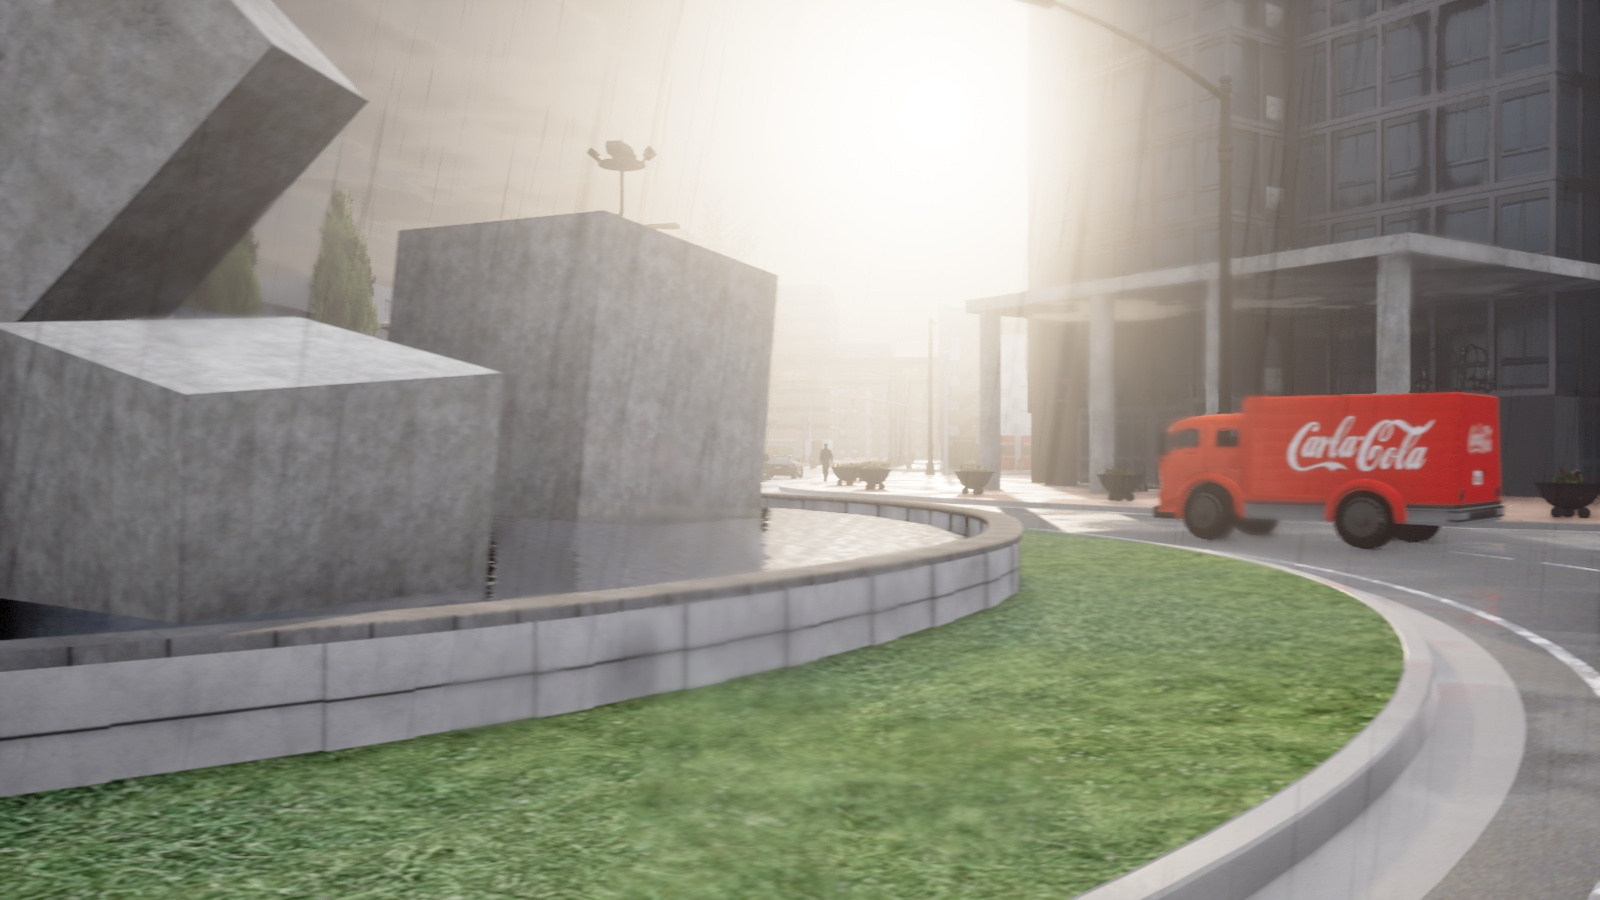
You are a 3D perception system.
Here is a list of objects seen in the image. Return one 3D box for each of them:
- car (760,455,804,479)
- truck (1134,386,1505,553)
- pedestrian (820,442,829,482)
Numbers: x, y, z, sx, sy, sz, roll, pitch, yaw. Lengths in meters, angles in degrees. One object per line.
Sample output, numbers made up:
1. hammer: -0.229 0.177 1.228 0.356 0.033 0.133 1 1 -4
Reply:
1. car: -1.026 0.974 72.922 1.994 1.385 4.181 0 0 7
2. truck: 8.695 0.289 21.325 5.204 2.467 2.627 0 0 44
3. pedestrian: 1.140 0.537 57.634 0.370 1.835 0.726 0 0 4
